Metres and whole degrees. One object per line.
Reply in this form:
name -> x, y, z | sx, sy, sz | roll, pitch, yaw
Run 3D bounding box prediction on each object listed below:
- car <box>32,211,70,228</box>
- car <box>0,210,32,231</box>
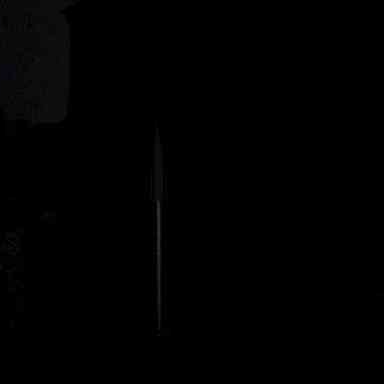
car -> -11.001, 2.239, 27.728 | 1.752, 1.417, 4.829 | -2, -2, 36
car -> -14.334, 1.923, 23.090 | 2.192, 1.841, 5.009 | -2, -2, 36
